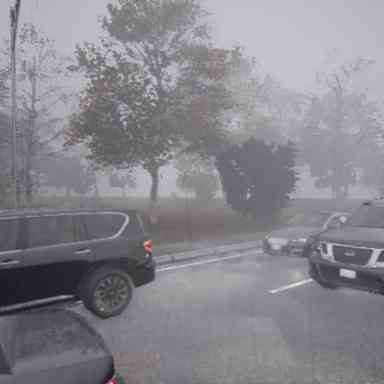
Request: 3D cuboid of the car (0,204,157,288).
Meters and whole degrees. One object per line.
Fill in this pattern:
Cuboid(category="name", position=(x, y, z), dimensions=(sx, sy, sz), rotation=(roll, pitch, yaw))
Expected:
Cuboid(category="car", position=(-3.318, 1.300, 5.950), dimensions=(5.566, 2.045, 2.150), rotation=(-1, 0, -37))

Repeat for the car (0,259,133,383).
Cuboid(category="car", position=(-3.028, 1.612, 1.793), dimensions=(5.357, 1.411, 2.033), rotation=(-1, 0, -37))

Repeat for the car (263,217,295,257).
Cuboid(category="car", position=(4.575, 1.445, 11.969), dimensions=(4.902, 1.511, 2.128), rotation=(-1, 0, -38))

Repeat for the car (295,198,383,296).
Cuboid(category="car", position=(5.132, 1.155, 7.977), dimensions=(5.566, 2.045, 2.150), rotation=(-1, 0, -38))
